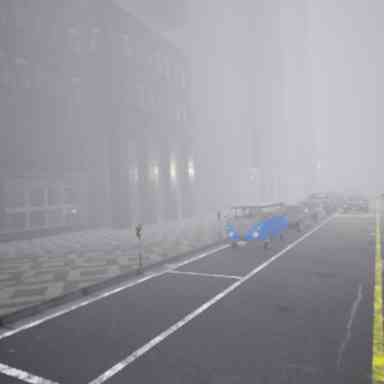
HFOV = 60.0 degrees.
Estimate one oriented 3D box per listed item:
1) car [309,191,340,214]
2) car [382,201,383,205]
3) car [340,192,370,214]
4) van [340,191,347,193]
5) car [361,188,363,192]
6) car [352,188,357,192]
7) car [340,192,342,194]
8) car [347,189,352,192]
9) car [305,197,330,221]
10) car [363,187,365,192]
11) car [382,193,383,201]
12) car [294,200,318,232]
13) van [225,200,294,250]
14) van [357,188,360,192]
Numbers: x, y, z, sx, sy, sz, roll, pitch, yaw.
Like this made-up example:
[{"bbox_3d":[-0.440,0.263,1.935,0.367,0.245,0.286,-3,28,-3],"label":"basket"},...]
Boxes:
[{"bbox_3d":[11.008,0.957,28.566,2.192,1.841,5.009,-3,0,29],"label":"car"},{"bbox_3d":[22.818,0.506,37.798,2.097,1.767,4.553,-3,0,30],"label":"car"},{"bbox_3d":[14.091,1.029,28.574,1.812,1.442,4.674,-3,0,29],"label":"car"},{"bbox_3d":[16.498,0.784,38.412,1.690,1.788,3.998,-3,0,29],"label":"van"},{"bbox_3d":[35.716,0.299,72.869,2.008,1.369,4.403,-3,0,29],"label":"car"},{"bbox_3d":[24.735,0.584,53.180,1.967,1.590,4.097,-3,0,29],"label":"car"},{"bbox_3d":[13.764,1.087,33.488,1.887,1.381,4.507,-3,0,29],"label":"car"},{"bbox_3d":[19.247,0.783,43.334,1.967,1.590,4.097,-3,0,29],"label":"car"},{"bbox_3d":[8.277,1.307,23.642,1.947,1.339,4.313,-3,0,29],"label":"car"},{"bbox_3d":[41.199,-0.006,82.715,1.967,1.590,4.097,-3,0,29],"label":"car"},{"bbox_3d":[14.998,0.661,23.773,2.150,2.045,5.566,-3,0,30],"label":"car"},{"bbox_3d":[5.533,1.407,18.720,1.947,1.339,4.313,-3,0,29],"label":"car"},{"bbox_3d":[2.778,1.282,13.798,1.690,1.788,3.998,-3,0,29],"label":"van"},{"bbox_3d":[30.218,0.286,63.025,1.690,1.788,3.998,-3,0,29],"label":"van"}]
